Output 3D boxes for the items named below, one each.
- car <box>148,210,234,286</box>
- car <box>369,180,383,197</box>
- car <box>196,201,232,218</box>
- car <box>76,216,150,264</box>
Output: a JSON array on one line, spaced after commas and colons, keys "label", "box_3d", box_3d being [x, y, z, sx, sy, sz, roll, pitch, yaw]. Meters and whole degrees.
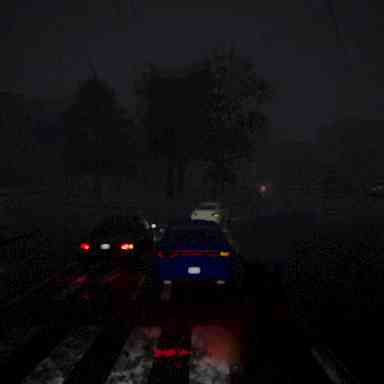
[{"label": "car", "box_3d": [0.042, 1.520, 9.639, 1.882, 1.535, 5.008, 0, 0, 0]}, {"label": "car", "box_3d": [23.035, -0.393, 38.073, 5.566, 2.045, 2.150, -2, 5, -16]}, {"label": "car", "box_3d": [1.249, 1.292, 20.424, 1.812, 1.442, 4.674, 1, 2, 15]}, {"label": "car", "box_3d": [-2.453, 1.561, 12.009, 2.033, 1.411, 5.357, 0, 1, 1]}]
